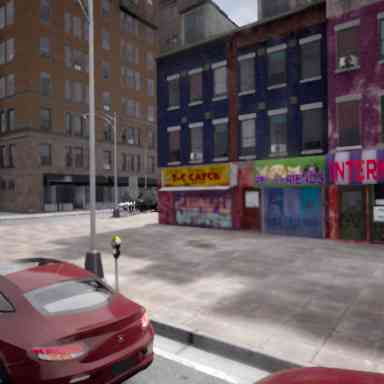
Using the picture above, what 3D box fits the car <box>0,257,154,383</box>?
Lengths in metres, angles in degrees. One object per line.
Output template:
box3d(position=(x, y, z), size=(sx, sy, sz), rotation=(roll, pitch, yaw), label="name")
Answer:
box3d(position=(-2.373, 1.568, 4.509), size=(4.206, 1.307, 1.802), rotation=(0, -1, 35), label="car")

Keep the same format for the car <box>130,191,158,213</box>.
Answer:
box3d(position=(-2.868, 0.906, 31.613), size=(2.150, 2.045, 5.566), rotation=(-1, 0, 36), label="car")

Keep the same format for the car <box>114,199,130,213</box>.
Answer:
box3d(position=(-5.538, 1.260, 32.930), size=(1.812, 1.442, 4.674), rotation=(-1, 0, 36), label="car")

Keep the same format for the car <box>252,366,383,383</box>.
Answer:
box3d(position=(2.060, 1.585, 1.358), size=(4.206, 1.307, 1.802), rotation=(0, -1, 35), label="car")
